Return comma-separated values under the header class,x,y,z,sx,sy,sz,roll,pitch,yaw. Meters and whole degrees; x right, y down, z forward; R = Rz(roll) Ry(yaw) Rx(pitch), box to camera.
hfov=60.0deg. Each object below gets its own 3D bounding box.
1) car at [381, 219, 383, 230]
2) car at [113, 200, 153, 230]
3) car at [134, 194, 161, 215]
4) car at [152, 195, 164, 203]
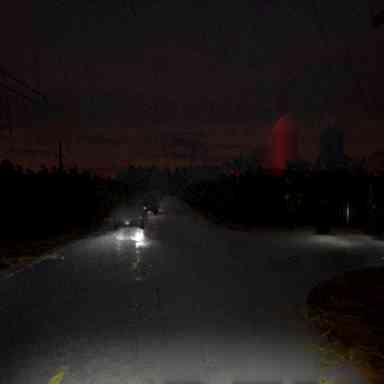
class,x,y,z,sx,sy,sz,roll,pitch,yaw
car,12.064,1.226,15.771,5.566,2.045,2.150,0,0,-2
car,-3.864,1.505,21.432,2.128,1.511,4.902,0,0,-4
car,-4.664,1.245,34.518,2.150,2.045,5.566,0,0,-4
car,-6.418,1.284,62.729,2.128,1.511,4.902,0,0,-4
